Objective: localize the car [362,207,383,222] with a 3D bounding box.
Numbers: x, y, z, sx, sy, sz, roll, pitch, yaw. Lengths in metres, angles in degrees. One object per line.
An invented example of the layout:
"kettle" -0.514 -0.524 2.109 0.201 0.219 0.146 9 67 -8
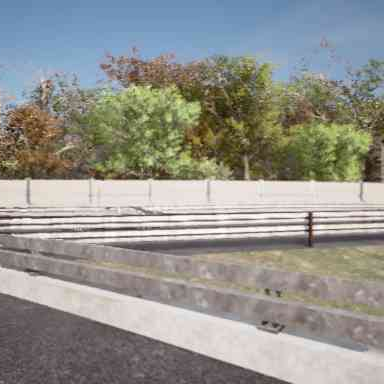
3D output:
"car" 12.773 1.418 20.208 4.902 1.511 2.128 0 0 -14

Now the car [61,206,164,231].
"car" -3.781 1.439 16.231 4.902 1.511 2.128 -1 1 -9
